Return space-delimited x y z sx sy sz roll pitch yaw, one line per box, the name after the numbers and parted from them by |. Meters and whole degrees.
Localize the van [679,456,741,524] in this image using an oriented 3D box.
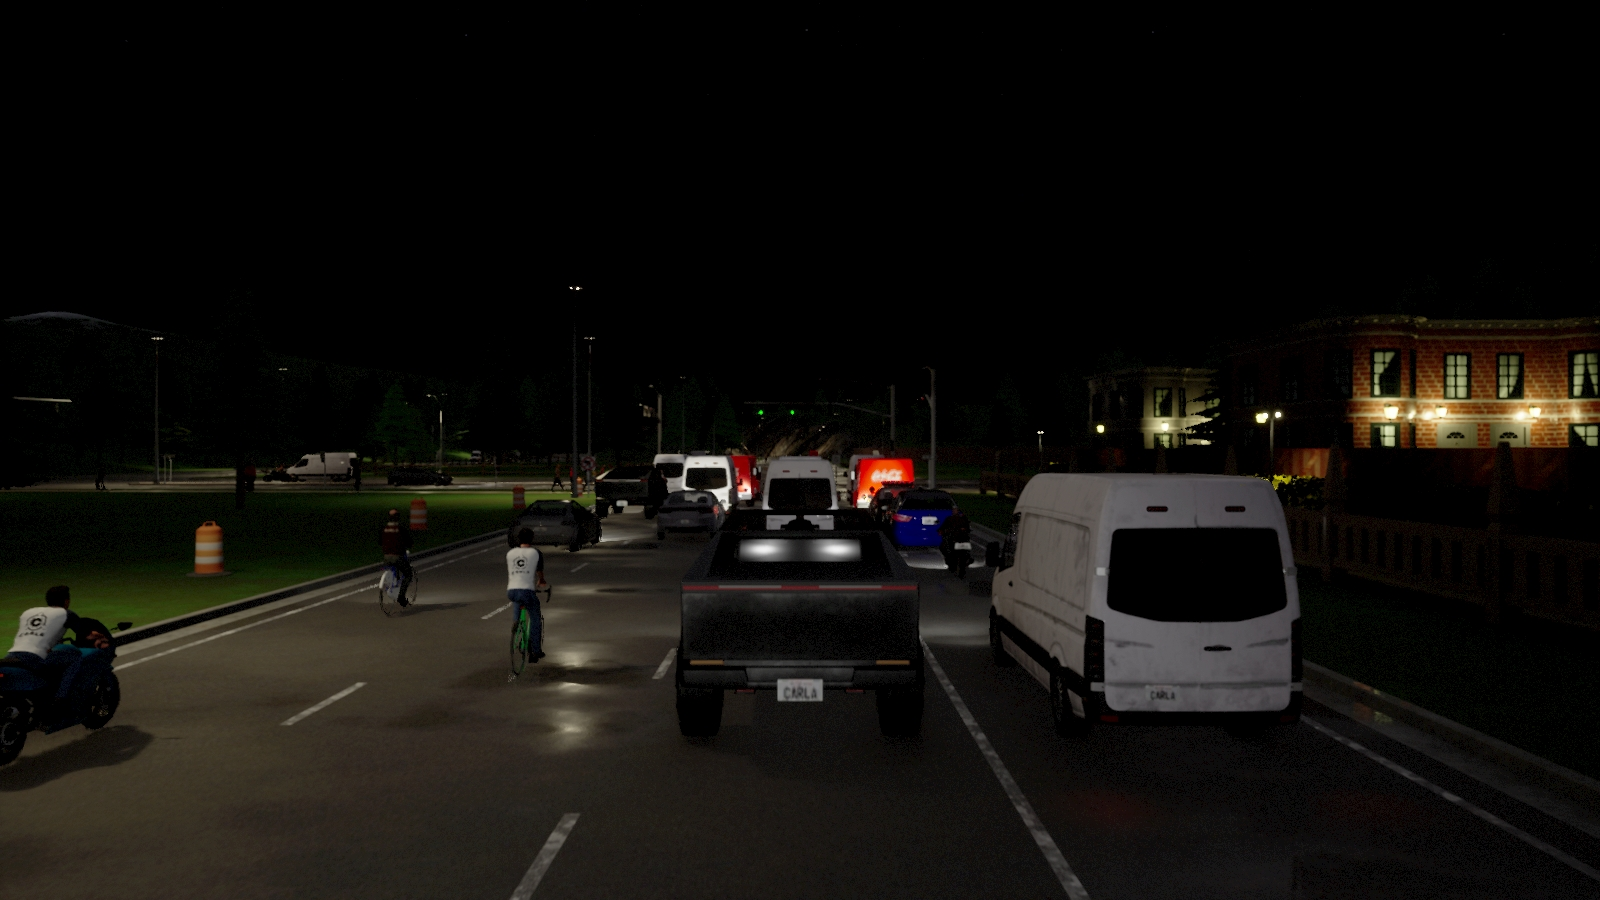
-3.504 1.519 45.440 1.988 2.561 5.915 0 -1 0 | van

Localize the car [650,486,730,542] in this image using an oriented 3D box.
-3.495 2.024 37.225 2.097 1.535 5.006 0 0 0 | car

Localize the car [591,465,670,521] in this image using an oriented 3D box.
-7.000 1.741 47.980 2.390 2.098 6.274 0 0 0 | car

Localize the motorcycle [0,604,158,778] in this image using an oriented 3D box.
-6.999 2.183 10.721 0.803 1.199 2.033 0 0 0 | motorcycle

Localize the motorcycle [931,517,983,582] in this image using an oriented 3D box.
3.501 2.198 25.626 0.867 1.251 2.209 0 0 0 | motorcycle

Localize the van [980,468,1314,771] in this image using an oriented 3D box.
3.497 1.530 12.941 1.988 2.561 5.915 0 0 0 | van

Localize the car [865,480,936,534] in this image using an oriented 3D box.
3.501 1.972 40.778 2.097 1.638 5.238 0 0 0 | car

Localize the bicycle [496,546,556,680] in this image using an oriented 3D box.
-3.499 2.052 14.690 0.373 1.496 1.643 0 0 0 | bicycle

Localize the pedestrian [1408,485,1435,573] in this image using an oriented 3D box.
13.375 1.689 24.590 0.375 1.860 0.375 0 0 0 | pedestrian

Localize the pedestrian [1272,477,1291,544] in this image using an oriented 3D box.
13.467 1.688 31.971 0.375 1.860 0.375 0 0 0 | pedestrian

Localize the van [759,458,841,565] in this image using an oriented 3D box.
-0.003 1.526 30.913 1.988 2.561 5.915 0 0 0 | van

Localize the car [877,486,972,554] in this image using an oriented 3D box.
3.501 1.959 32.934 2.242 1.667 4.611 0 0 0 | car

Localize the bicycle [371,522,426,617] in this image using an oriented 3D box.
-7.005 2.055 20.008 0.329 1.471 1.835 0 0 0 | bicycle

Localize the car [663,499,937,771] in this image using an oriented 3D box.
0.001 1.750 13.102 2.390 2.098 6.274 0 0 0 | car

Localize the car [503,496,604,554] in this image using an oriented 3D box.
-7.007 2.110 32.918 1.994 1.385 4.181 0 0 0 | car
